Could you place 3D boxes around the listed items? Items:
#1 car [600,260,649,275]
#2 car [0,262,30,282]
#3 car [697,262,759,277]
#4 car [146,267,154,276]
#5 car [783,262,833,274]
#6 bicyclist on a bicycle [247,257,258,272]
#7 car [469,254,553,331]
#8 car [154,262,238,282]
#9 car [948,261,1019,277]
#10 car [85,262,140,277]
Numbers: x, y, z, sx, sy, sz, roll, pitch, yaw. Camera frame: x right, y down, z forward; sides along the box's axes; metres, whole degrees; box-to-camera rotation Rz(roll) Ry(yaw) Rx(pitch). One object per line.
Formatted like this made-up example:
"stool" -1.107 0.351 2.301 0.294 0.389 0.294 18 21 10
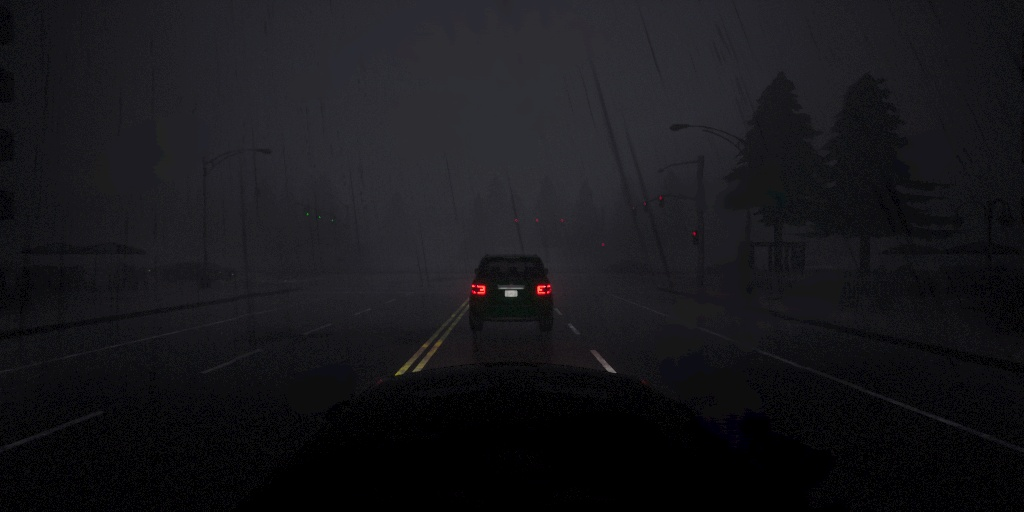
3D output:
"car" 11.940 1.172 38.173 5.008 1.535 1.882 0 0 0
"car" -37.597 1.172 26.748 5.008 1.535 1.882 0 0 -7
"car" 20.939 1.242 34.748 5.357 1.411 2.033 0 0 0
"car" -27.767 1.242 30.610 5.357 1.411 2.033 0 0 -2
"car" 31.155 1.295 38.244 4.718 1.301 1.895 0 0 1
"bicyclist on a bicycle" -30.097 0.995 41.602 0.582 1.620 1.656 0 0 0
"car" -0.020 0.971 11.086 2.150 2.045 5.566 0 0 0
"car" -23.534 1.199 27.150 4.892 1.490 1.837 0 0 -1
"car" 43.625 1.186 33.533 4.902 1.511 2.128 0 0 14
"car" -37.440 1.258 33.946 4.181 1.385 1.994 0 0 -6
